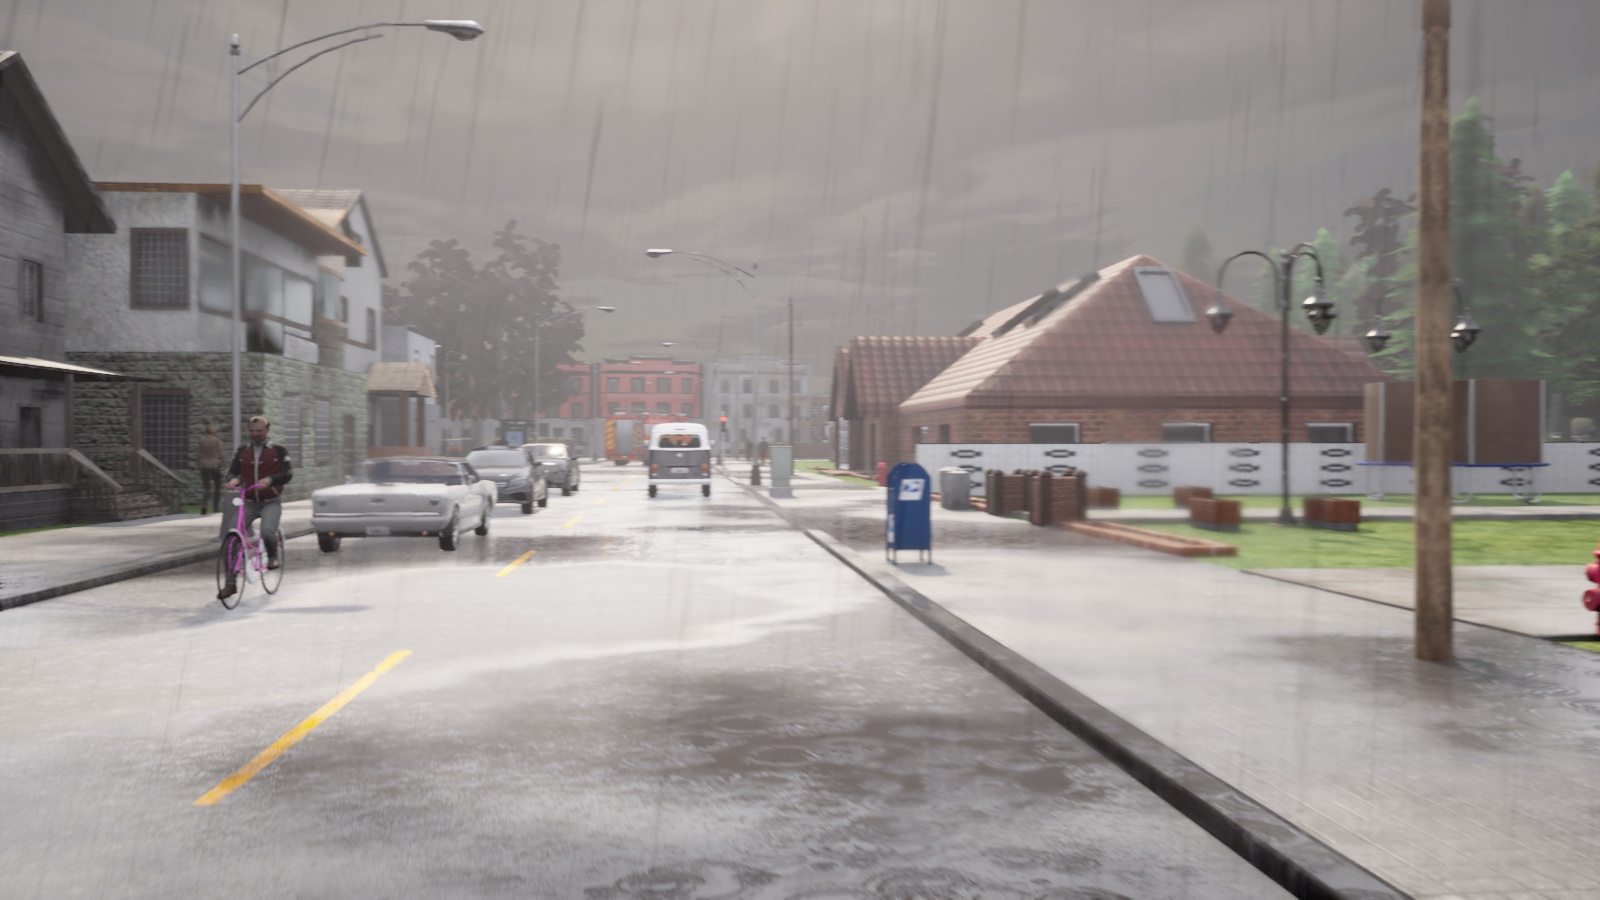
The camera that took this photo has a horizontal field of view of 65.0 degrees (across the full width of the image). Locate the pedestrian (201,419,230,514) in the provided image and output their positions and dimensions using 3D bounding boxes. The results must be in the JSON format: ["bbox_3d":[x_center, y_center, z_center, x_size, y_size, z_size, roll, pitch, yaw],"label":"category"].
[{"bbox_3d":[-11.571,0.320,24.874,0.331,1.846,0.634,0,0,-5],"label":"pedestrian"}]

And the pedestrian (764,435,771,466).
[{"bbox_3d":[-1.932,0.037,74.010,0.353,1.847,0.614,0,0,-7],"label":"pedestrian"}]

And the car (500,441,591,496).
[{"bbox_3d":[-7.439,0.495,37.167,2.128,1.511,4.902,0,0,-5],"label":"car"}]

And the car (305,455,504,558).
[{"bbox_3d":[-5.740,0.743,18.832,1.895,1.301,4.718,0,0,-5],"label":"car"}]

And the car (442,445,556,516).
[{"bbox_3d":[-6.584,0.617,27.931,1.812,1.442,4.674,0,0,-5],"label":"car"}]

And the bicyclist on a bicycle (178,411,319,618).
[{"bbox_3d":[-5.092,0.553,11.723,0.659,1.776,1.843,0,0,-5],"label":"bicyclist on a bicycle"}]

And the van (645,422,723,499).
[{"bbox_3d":[-3.289,0.269,35.734,2.069,2.038,4.480,0,0,-5],"label":"van"}]

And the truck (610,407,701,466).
[{"bbox_3d":[-9.703,-0.900,85.613,2.891,3.827,8.468,0,0,18],"label":"truck"}]
